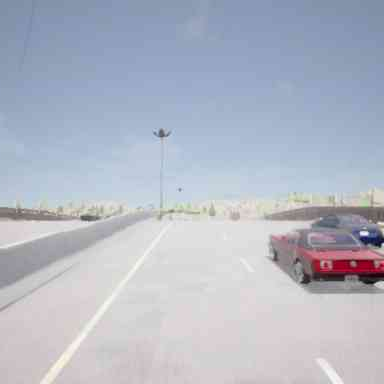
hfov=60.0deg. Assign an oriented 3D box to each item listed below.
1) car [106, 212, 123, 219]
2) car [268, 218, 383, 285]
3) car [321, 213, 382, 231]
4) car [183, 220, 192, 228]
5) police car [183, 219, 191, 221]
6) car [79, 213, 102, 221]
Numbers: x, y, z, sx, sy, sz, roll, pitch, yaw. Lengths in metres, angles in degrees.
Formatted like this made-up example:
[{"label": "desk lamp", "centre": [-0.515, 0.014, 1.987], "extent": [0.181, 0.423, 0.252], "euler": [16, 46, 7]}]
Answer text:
[{"label": "car", "centre": [-10.575, 3.508, 46.684], "extent": [2.033, 1.411, 5.357], "euler": [0, -7, 0]}, {"label": "car", "centre": [3.600, 1.684, 9.711], "extent": [1.895, 1.301, 4.718], "euler": [0, 0, 0]}, {"label": "car", "centre": [7.101, 1.698, 15.717], "extent": [1.994, 1.385, 4.181], "euler": [0, 0, 0]}, {"label": "car", "centre": [-1.047, 7.530, 78.028], "extent": [2.097, 1.767, 4.553], "euler": [0, -8, 0]}, {"label": "police car", "centre": [-1.047, 6.282, 68.247], "extent": [1.930, 1.638, 5.238], "euler": [0, -8, 0]}, {"label": "car", "centre": [-14.074, 3.531, 46.436], "extent": [1.895, 1.301, 4.718], "euler": [0, -7, 0]}]
